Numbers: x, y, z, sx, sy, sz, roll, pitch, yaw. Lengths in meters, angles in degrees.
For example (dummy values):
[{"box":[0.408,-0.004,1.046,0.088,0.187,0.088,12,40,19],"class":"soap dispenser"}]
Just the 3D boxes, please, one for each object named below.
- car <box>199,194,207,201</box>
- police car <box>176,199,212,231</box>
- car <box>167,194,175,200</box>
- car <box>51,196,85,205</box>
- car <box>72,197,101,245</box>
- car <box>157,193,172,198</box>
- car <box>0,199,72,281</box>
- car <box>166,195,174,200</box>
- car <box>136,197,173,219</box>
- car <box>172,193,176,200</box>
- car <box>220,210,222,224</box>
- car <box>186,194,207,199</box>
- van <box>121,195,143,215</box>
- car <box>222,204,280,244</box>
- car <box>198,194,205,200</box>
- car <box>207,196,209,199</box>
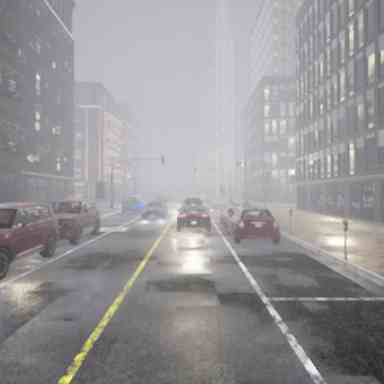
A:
[{"box":[2.688,1.343,81.557,1.752,1.417,4.829,0,0,0],"class":"car"},{"box":[0.100,1.426,19.983,2.038,1.542,4.974,0,0,0],"class":"police car"},{"box":[-5.693,1.264,92.712,1.967,1.590,4.097,0,0,0],"class":"car"},{"box":[-19.059,1.324,51.400,4.507,1.381,1.887,0,-1,0],"class":"car"},{"box":[-5.688,1.250,15.422,2.192,1.841,5.009,1,0,0],"class":"car"},{"box":[-5.688,1.141,64.398,2.192,1.841,5.009,0,0,0],"class":"car"},{"box":[-5.685,1.272,9.900,2.192,1.841,5.009,1,0,0],"class":"car"},{"box":[-5.693,1.401,87.049,1.802,1.307,4.206,0,0,0],"class":"car"},{"box":[-3.017,1.442,27.990,2.033,1.411,5.357,0,0,0],"class":"car"},{"box":[-5.692,1.383,81.386,1.947,1.339,4.313,0,0,0],"class":"car"},{"box":[2.705,1.441,21.118,1.752,1.417,4.829,1,0,0],"class":"car"},{"box":[0.082,1.235,32.156,2.097,1.767,4.553,0,0,0],"class":"car"},{"box":[-5.662,1.224,31.993,1.690,1.788,3.998,1,0,0],"class":"van"},{"box":[2.705,1.376,15.423,1.967,1.590,4.097,1,0,0],"class":"car"},{"box":[2.686,1.349,92.882,1.752,1.417,4.829,0,0,0],"class":"car"},{"box":[2.690,1.346,70.232,1.752,1.417,4.829,0,0,0],"class":"car"}]
